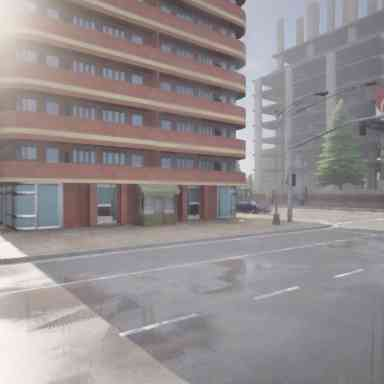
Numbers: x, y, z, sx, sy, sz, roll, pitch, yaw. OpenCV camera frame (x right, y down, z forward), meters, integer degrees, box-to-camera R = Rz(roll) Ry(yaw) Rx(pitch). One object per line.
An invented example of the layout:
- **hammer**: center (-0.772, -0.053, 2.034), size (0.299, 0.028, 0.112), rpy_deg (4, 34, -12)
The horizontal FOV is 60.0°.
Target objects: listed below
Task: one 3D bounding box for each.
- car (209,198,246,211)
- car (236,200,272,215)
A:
- **car**: center (4.508, 1.504, 42.782), size (1.837, 1.490, 4.892), rpy_deg (0, 0, -36)
- **car**: center (6.143, 1.525, 34.624), size (1.812, 1.442, 4.674), rpy_deg (0, 0, -36)
